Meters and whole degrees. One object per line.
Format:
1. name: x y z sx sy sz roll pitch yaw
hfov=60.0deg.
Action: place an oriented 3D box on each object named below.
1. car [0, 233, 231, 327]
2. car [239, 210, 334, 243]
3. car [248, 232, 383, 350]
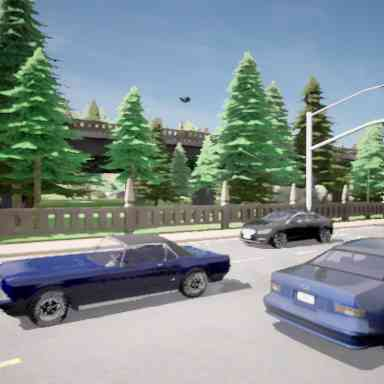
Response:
1. car: -1.543 1.615 7.109 4.718 1.301 1.895 0 0 -32
2. car: 4.340 1.571 14.977 4.902 1.511 2.128 0 0 -32
3. car: 3.775 1.592 6.140 5.357 1.411 2.033 0 0 -32
